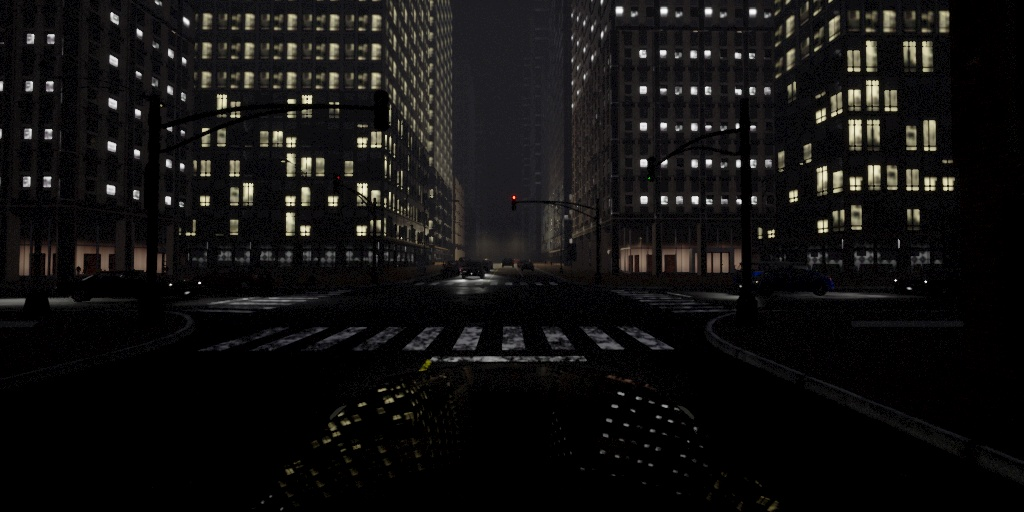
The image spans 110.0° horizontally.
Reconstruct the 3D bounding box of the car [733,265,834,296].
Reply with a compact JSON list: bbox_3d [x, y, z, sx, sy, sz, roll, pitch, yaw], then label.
[{"bbox_3d":[14.524,1.341,19.211,4.674,1.442,1.812,0,-1,-2],"label":"car"}]

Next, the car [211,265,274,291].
[{"bbox_3d":[-16.755,1.254,21.447,4.097,1.591,1.967,0,0,-1],"label":"car"}]

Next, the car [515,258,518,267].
[{"bbox_3d":[1.920,1.294,59.675,1.751,1.417,4.829,0,0,-1],"label":"car"}]

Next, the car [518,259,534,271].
[{"bbox_3d":[2.070,1.347,48.350,1.802,1.307,4.207,0,0,-1],"label":"car"}]

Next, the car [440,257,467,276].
[{"bbox_3d":[-6.160,1.201,37.027,1.967,1.591,4.097,0,0,-1],"label":"car"}]

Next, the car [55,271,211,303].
[{"bbox_3d":[-16.476,1.303,15.699,4.718,1.301,1.895,0,-1,-2],"label":"car"}]

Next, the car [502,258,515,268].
[{"bbox_3d":[-0.725,1.122,63.973,2.097,1.767,4.553,0,0,-1],"label":"car"}]

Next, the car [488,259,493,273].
[{"bbox_3d":[-3.653,1.364,43.431,1.895,1.301,4.718,0,0,-1],"label":"car"}]

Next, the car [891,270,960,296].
[{"bbox_3d":[23.568,1.434,19.315,4.718,1.301,1.895,0,-1,-1],"label":"car"}]

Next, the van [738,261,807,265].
[{"bbox_3d":[15.717,1.209,21.807,3.998,1.789,1.690,0,0,-1],"label":"van"}]

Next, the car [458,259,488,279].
[{"bbox_3d":[-3.519,1.264,33.214,1.837,1.490,4.892,0,0,-1],"label":"car"}]

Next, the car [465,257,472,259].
[{"bbox_3d":[-6.309,1.080,48.176,2.192,1.841,5.009,0,0,-1],"label":"car"}]
